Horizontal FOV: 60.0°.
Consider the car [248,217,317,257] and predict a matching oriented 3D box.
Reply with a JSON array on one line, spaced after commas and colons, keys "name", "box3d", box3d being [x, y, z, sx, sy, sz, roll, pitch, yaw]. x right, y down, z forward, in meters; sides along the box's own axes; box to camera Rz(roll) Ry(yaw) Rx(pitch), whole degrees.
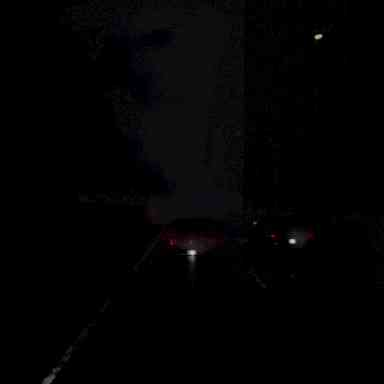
[{"name": "car", "box3d": [3.521, 1.698, 13.599, 1.994, 1.385, 4.181, 0, 0, 0]}]

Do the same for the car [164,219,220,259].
[{"name": "car", "box3d": [0.019, 1.731, 13.244, 1.895, 1.301, 4.718, 0, -1, 0]}]
